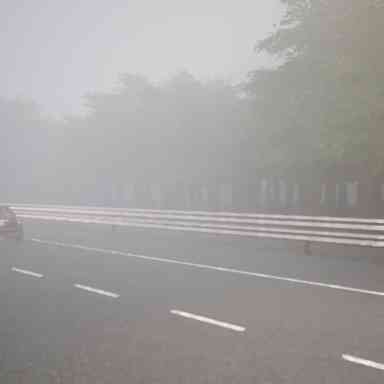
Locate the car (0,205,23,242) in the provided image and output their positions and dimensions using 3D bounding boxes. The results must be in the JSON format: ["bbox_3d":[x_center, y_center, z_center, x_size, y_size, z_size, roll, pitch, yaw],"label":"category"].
[{"bbox_3d":[-9.691,1.354,15.104,4.553,1.767,2.097,0,0,36],"label":"car"}]
